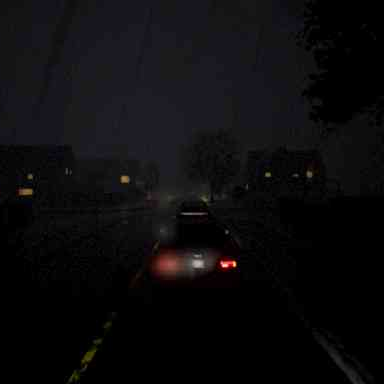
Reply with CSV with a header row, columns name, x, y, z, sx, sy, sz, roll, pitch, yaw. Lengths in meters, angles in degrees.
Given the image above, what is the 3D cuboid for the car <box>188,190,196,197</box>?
name,x,y,z,sx,sy,sz,roll,pitch,yaw
car,0.016,0.334,81.108,2.097,1.767,4.553,0,0,0

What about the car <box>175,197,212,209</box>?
name,x,y,z,sx,sy,sz,roll,pitch,yaw
car,0.103,1.247,18.587,2.128,1.511,4.902,0,1,0

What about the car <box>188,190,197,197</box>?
name,x,y,z,sx,sy,sz,roll,pitch,yaw
car,0.015,0.774,71.125,1.895,1.301,4.718,0,0,0

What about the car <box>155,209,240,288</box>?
name,x,y,z,sx,sy,sz,roll,pitch,yaw
car,0.099,1.427,9.003,2.033,1.411,5.357,0,1,0
